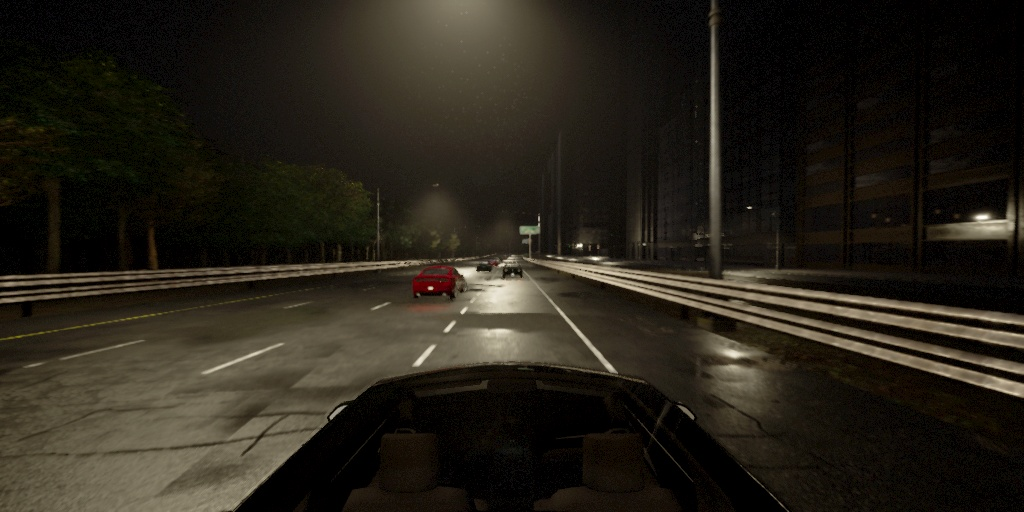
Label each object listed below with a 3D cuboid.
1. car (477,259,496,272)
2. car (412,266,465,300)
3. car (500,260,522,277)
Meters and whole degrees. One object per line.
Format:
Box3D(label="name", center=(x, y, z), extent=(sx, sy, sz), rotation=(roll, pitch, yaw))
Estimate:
Box3D(label="car", center=(-3.608, 1.365, 47.943), extent=(1.994, 1.385, 4.181), rotation=(0, 0, 0))
Box3D(label="car", center=(-3.514, 1.243, 17.939), extent=(1.882, 1.535, 5.008), rotation=(0, 0, 0))
Box3D(label="car", center=(0.050, 1.387, 35.647), extent=(1.895, 1.301, 4.718), rotation=(0, 0, 0))
